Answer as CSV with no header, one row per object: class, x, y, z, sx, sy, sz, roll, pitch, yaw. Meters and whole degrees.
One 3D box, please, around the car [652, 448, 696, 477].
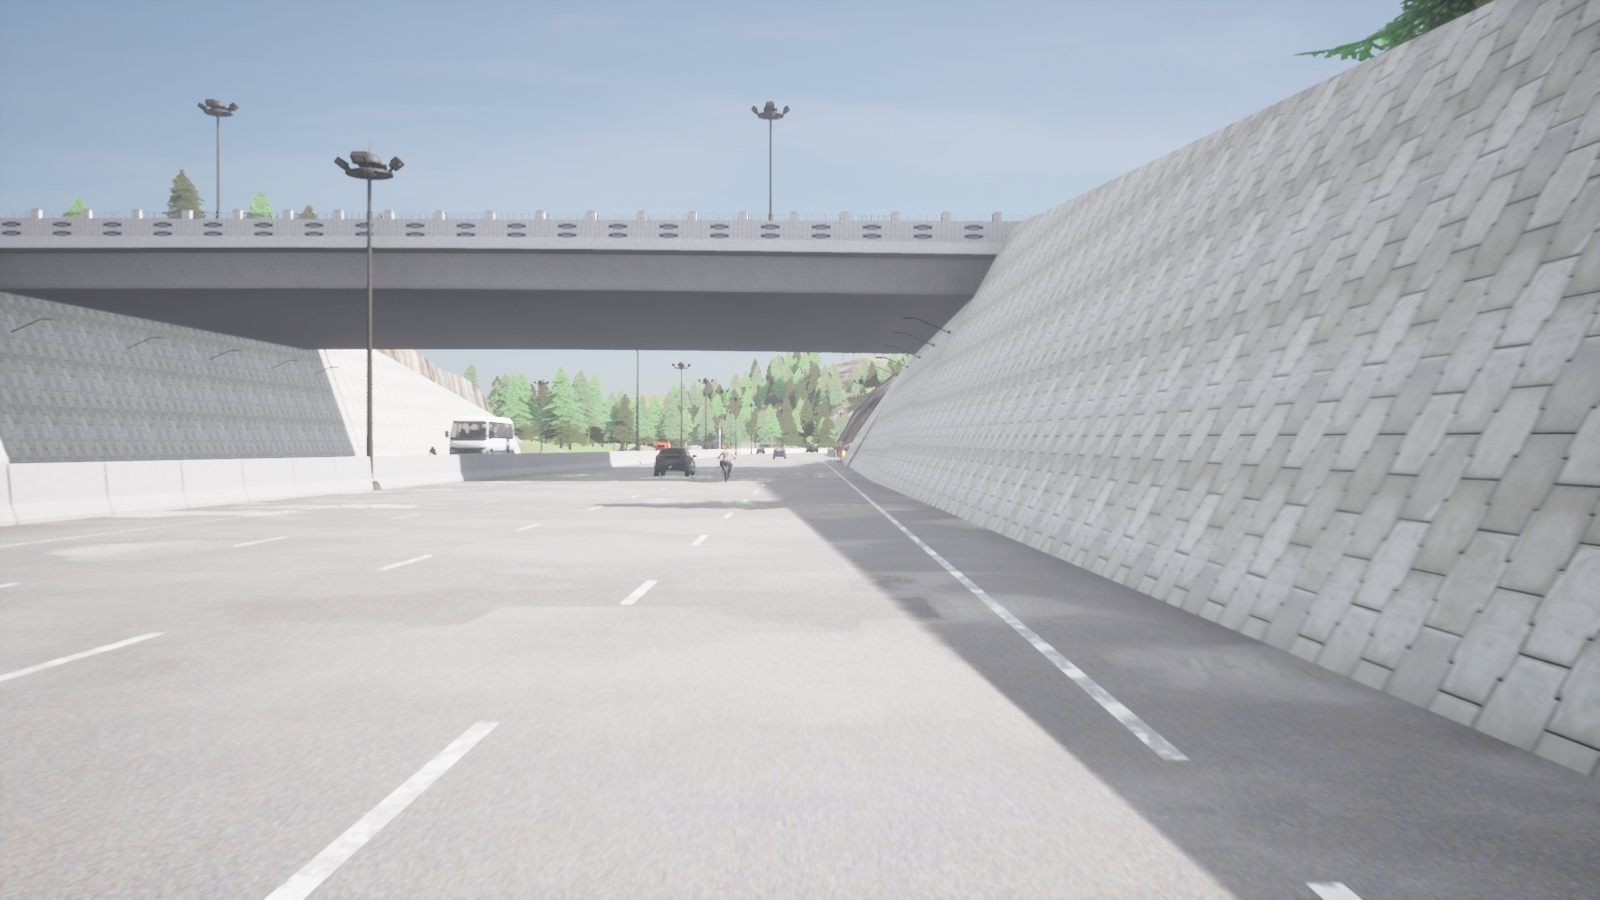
car,-6.603,0.622,66.330,1.837,1.490,4.892,0,0,0
